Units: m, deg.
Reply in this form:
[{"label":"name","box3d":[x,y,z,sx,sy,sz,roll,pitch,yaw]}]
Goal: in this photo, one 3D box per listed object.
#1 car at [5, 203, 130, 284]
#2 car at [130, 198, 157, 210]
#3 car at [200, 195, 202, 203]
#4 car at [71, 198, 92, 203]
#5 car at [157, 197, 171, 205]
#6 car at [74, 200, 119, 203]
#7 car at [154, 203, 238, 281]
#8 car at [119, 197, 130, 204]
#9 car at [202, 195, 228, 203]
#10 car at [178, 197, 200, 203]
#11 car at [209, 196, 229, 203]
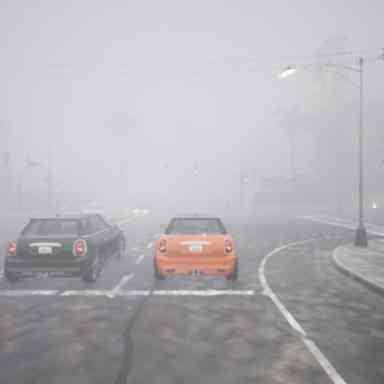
[{"label":"car","box3d":[-3.404,1.372,9.840,2.097,1.767,4.553,0,0,0]},{"label":"car","box3d":[-6.592,1.660,45.308,1.994,1.385,4.181,0,0,6]},{"label":"car","box3d":[2.577,1.511,73.716,2.097,1.767,4.553,0,0,43]},{"label":"car","box3d":[-10.539,1.418,31.590,2.097,1.767,4.553,0,0,1]},{"label":"car","box3d":[-5.682,1.620,61.619,2.128,1.511,4.902,0,0,25]},{"label":"car","box3d":[-7.088,1.578,24.830,1.812,1.442,4.674,0,0,0]},{"label":"car","box3d":[0.096,1.373,10.082,2.097,1.767,4.553,0,0,0]},{"label":"car","box3d":[-9.533,1.609,49.827,1.837,1.490,4.892,0,0,12]},{"label":"car","box3d":[4.730,1.685,65.199,2.033,1.411,5.357,0,0,37]},{"label":"car","box3d":[-0.855,1.735,63.366,1.895,1.301,4.718,0,0,29]},{"label":"car","box3d":[5.865,1.677,72.064,1.812,1.442,4.674,0,0,43]}]
